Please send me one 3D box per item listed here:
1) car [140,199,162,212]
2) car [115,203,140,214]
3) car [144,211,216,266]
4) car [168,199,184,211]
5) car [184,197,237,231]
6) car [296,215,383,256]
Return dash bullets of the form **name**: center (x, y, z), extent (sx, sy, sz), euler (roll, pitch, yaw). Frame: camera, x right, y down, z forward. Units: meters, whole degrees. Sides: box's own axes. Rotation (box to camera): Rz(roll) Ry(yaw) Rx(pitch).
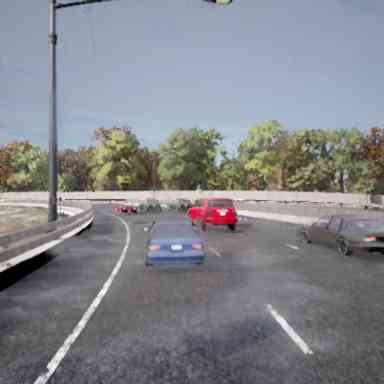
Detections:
- **car**: center (-5.461, 1.693, 42.716), extent (2.097, 1.767, 4.553), euler (0, 0, -23)
- **car**: center (-7.980, 1.935, 39.889), extent (1.895, 1.301, 4.718), euler (0, 0, -22)
- **car**: center (-0.734, 1.639, 11.931), extent (2.033, 1.411, 5.357), euler (0, 0, -7)
- **car**: center (-1.559, 1.670, 42.422), extent (2.097, 1.767, 4.553), euler (0, 0, -22)
- **car**: center (1.219, 1.375, 21.896), extent (2.150, 2.045, 5.566), euler (0, -1, -12)
- **car**: center (6.130, 1.613, 13.394), extent (2.033, 1.411, 5.357), euler (0, 0, -7)
